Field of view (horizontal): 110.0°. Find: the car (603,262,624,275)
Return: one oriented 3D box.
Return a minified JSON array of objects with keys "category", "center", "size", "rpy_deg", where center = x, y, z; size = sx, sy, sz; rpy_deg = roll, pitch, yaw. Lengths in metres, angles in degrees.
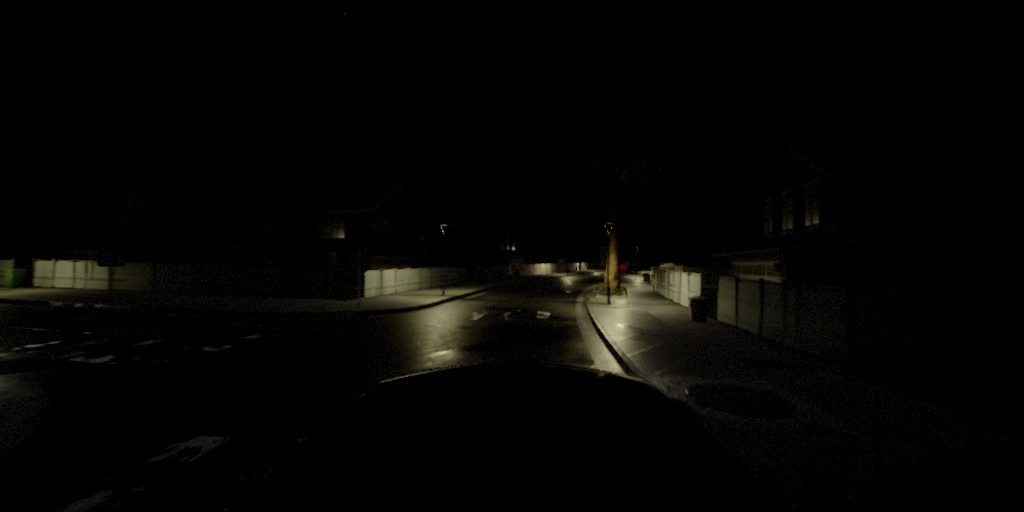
[{"category":"car","center":[13.905,1.932,49.744],"size":[1.837,1.490,4.892],"rpy_deg":[0,-1,25]}]

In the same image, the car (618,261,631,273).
[{"category":"car","center":[18.251,1.769,59.245],"size":[2.150,2.045,5.566],"rpy_deg":[0,-1,25]}]
